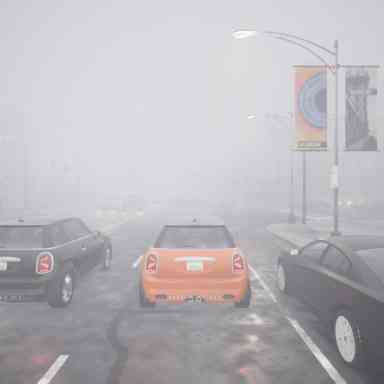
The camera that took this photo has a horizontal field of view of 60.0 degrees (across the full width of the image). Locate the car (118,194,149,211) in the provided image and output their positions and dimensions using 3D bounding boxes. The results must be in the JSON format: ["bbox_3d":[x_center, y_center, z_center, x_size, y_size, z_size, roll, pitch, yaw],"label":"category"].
[{"bbox_3d":[-7.050,1.223,40.840,2.150,2.045,5.566,0,0,1],"label":"car"}]

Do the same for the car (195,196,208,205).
[{"bbox_3d":[1.009,1.491,57.737,2.128,1.511,4.902,0,0,8],"label":"car"}]

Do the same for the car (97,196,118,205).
[{"bbox_3d":[-10.510,1.351,42.098,2.097,1.767,4.553,0,0,1],"label":"car"}]

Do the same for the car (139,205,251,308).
[{"bbox_3d":[0.066,1.352,8.089,2.097,1.767,4.553,0,0,0],"label":"car"}]

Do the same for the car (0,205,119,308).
[{"bbox_3d":[-3.435,1.352,8.093,2.097,1.767,4.553,0,0,0],"label":"car"}]

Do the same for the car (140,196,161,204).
[{"bbox_3d":[-7.992,1.547,64.914,2.033,1.411,5.357,0,0,18],"label":"car"}]

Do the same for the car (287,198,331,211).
[{"bbox_3d":[14.009,1.478,40.012,5.008,1.535,1.882,0,0,1],"label":"car"}]

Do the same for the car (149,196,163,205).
[{"bbox_3d":[-5.845,1.564,59.523,1.994,1.385,4.181,0,0,15],"label":"car"}]

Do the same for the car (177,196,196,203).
[{"bbox_3d":[-1.143,1.524,72.077,1.812,1.442,4.674,0,0,30],"label":"car"}]

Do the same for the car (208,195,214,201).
[{"bbox_3d":[5.480,1.500,85.647,4.892,1.490,1.837,0,0,-43],"label":"car"}]

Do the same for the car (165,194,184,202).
[{"bbox_3d":[-3.808,1.355,74.427,2.097,1.767,4.553,0,0,30],"label":"car"}]

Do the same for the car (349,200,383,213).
[{"bbox_3d":[20.275,1.547,36.443,5.357,1.411,2.033,0,0,0],"label":"car"}]

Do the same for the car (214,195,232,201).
[{"bbox_3d":[8.382,1.553,83.549,4.181,1.385,1.994,0,0,-40],"label":"car"}]

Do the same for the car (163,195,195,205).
[{"bbox_3d":[-1.904,1.505,46.422,1.837,1.490,4.892,-2,1,-27],"label":"car"}]

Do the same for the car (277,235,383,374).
[{"bbox_3d":[2.902,1.480,5.739,2.097,1.535,5.008,0,0,0],"label":"car"}]
